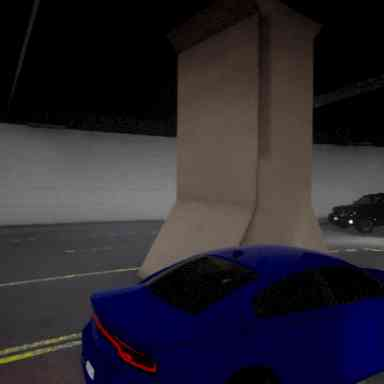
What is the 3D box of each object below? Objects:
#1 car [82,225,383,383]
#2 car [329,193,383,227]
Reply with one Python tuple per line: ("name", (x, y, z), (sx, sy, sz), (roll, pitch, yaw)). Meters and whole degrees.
("car", (1.244, 1.433, 4.223), (5.008, 1.535, 1.882), (0, 0, -30))
("car", (10.467, 1.092, 18.370), (5.566, 2.045, 2.150), (0, 1, -10))
